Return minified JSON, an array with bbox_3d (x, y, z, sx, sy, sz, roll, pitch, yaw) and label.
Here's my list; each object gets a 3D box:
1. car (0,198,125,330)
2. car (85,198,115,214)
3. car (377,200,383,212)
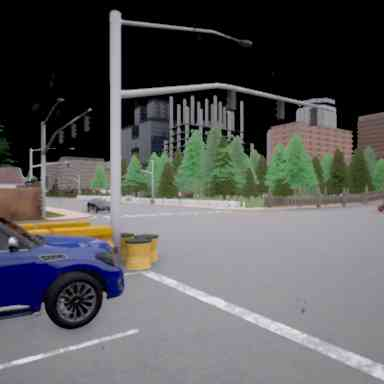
[{"bbox_3d":[-3.909,1.222,5.274,5.566,2.045,2.150,0,0,-35],"label":"car"},{"bbox_3d":[-10.328,1.494,37.049,1.837,1.490,4.892,0,0,-33],"label":"car"},{"bbox_3d":[22.881,1.311,37.489,4.553,1.767,2.097,0,0,-35],"label":"car"}]
